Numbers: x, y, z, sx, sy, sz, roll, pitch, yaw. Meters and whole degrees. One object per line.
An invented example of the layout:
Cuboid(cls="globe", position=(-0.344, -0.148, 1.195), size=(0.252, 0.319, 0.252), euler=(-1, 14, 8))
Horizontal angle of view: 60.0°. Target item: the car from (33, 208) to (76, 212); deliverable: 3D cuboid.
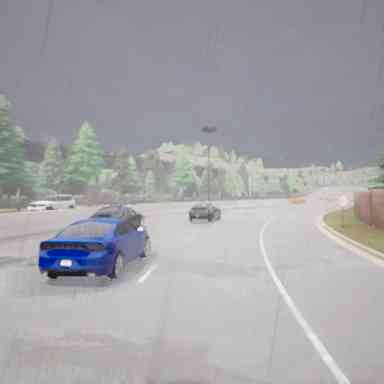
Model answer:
Cuboid(cls="car", position=(-14.840, 1.327, 35.562), size=(2.150, 2.045, 5.566), euler=(0, 0, 20))

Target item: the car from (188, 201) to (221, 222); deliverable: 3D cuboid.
Cuboid(cls="car", position=(1.158, 1.658, 27.698), size=(2.128, 1.511, 4.902), euler=(0, 0, 17))

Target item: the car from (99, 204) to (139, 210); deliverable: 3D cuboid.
Cuboid(cls="car", position=(-4.454, 1.593, 20.382), size=(1.837, 1.490, 4.892), euler=(0, 0, 12))

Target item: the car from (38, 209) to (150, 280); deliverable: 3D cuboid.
Cuboid(cls="car", position=(-2.672, 1.519, 10.222), size=(1.882, 1.535, 5.008), euler=(0, 0, 6))

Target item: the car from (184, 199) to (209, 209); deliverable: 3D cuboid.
Cuboid(cls="car", position=(0.757, 1.812, 52.472), size=(1.837, 1.490, 4.892), euler=(0, -1, 31))

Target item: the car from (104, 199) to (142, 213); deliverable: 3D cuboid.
Cuboid(cls="car", position=(-8.594, 1.675, 41.846), size=(2.128, 1.511, 4.902), euler=(0, 0, 24))
